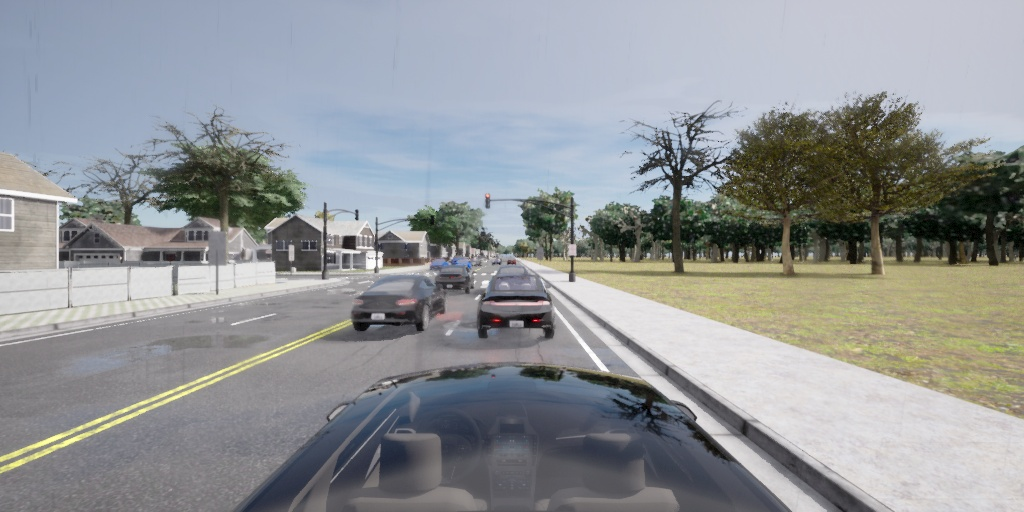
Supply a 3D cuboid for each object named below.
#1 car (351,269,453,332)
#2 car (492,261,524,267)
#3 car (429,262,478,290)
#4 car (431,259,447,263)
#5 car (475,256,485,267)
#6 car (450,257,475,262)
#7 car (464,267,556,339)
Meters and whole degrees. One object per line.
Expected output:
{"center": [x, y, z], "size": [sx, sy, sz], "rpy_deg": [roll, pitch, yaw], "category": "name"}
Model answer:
{"center": [-3.155, 1.276, 10.760], "size": [1.812, 1.442, 4.674], "rpy_deg": [0, 0, 0], "category": "car"}
{"center": [0.030, 1.227, 19.540], "size": [1.882, 1.535, 5.008], "rpy_deg": [0, 0, 0], "category": "car"}
{"center": [-3.153, 1.254, 20.208], "size": [1.837, 1.490, 4.892], "rpy_deg": [0, 0, -1], "category": "car"}
{"center": [-9.883, 1.215, 48.849], "size": [1.882, 1.535, 5.008], "rpy_deg": [0, 0, 0], "category": "car"}
{"center": [-6.607, 1.215, 64.800], "size": [2.128, 1.511, 4.902], "rpy_deg": [0, 0, 0], "category": "car"}
{"center": [-6.632, 1.215, 48.458], "size": [1.882, 1.535, 5.008], "rpy_deg": [0, 0, 0], "category": "car"}
{"center": [0.095, 1.241, 10.084], "size": [2.128, 1.511, 4.902], "rpy_deg": [0, 0, 0], "category": "car"}
